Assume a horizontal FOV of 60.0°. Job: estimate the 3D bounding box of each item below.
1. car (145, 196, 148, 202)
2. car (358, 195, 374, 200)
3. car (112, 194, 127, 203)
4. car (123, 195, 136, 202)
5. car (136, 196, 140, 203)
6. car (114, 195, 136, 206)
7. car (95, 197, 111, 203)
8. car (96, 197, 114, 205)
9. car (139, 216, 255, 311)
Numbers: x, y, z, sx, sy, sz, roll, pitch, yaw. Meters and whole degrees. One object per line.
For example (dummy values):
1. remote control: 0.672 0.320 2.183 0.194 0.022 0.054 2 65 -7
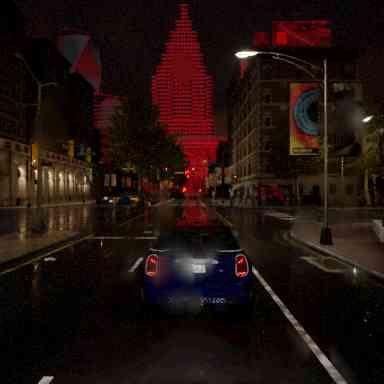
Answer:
1. car: -11.232 1.553 75.758 1.994 1.385 4.181 0 0 0
2. car: 34.687 1.481 68.621 2.231 1.521 4.892 0 0 0
3. car: -14.760 1.352 68.022 2.097 1.767 4.553 0 0 0
4. car: -14.723 1.525 78.423 2.128 1.511 4.902 0 0 0
5. car: -11.296 1.478 65.885 1.882 1.535 5.008 0 0 1
6. car: -11.383 1.526 56.738 1.812 1.442 4.674 0 0 0
7. car: -18.012 1.595 67.415 1.895 1.301 4.718 0 0 0
8. car: -14.873 1.547 57.912 2.033 1.411 5.357 0 0 0
9. car: 0.102 1.352 7.902 2.097 1.767 4.553 0 0 0
